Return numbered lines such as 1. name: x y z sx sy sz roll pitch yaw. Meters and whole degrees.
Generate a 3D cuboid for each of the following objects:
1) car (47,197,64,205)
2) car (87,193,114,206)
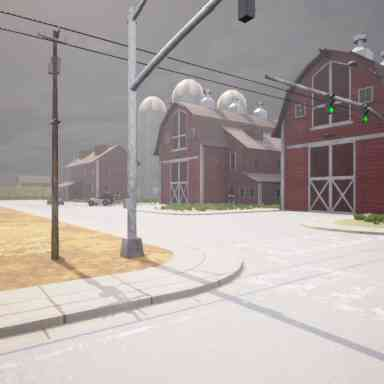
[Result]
1. car: -23.266 1.537 56.583 1.994 1.385 4.181 0 0 -36
2. car: -13.797 1.118 50.595 3.866 1.878 1.905 -2 5 11
